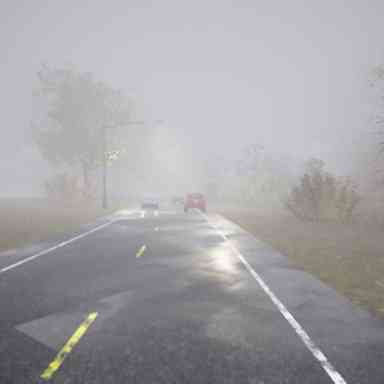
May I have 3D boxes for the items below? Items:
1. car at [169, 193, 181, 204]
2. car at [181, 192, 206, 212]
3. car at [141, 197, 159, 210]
[{"bbox_3d":[-2.417,1.188,54.797,1.837,1.490,4.892,0,0,-5],"label":"car"},{"bbox_3d":[0.207,1.040,35.255,2.150,2.045,5.566,0,0,-3],"label":"car"},{"bbox_3d":[-4.857,1.277,38.882,1.882,1.535,5.008,0,0,-4],"label":"car"}]
